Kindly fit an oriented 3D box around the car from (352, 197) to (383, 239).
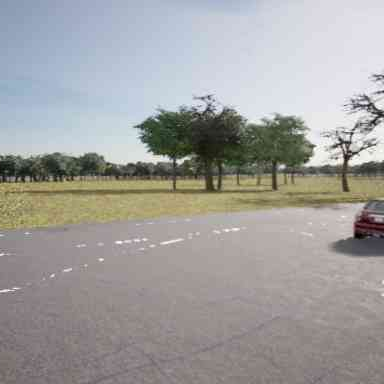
[{"bbox_3d":[8.455,0.987,13.308,4.553,1.767,2.097,-1,4,-37],"label":"car"}]
